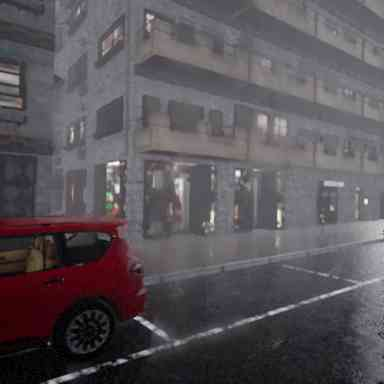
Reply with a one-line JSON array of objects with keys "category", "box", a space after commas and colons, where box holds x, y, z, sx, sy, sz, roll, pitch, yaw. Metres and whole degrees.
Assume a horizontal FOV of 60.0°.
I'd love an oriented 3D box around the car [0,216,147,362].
[{"category": "car", "box": [-3.008, 1.316, 4.389, 5.009, 1.841, 2.192, 0, 1, -36]}]
